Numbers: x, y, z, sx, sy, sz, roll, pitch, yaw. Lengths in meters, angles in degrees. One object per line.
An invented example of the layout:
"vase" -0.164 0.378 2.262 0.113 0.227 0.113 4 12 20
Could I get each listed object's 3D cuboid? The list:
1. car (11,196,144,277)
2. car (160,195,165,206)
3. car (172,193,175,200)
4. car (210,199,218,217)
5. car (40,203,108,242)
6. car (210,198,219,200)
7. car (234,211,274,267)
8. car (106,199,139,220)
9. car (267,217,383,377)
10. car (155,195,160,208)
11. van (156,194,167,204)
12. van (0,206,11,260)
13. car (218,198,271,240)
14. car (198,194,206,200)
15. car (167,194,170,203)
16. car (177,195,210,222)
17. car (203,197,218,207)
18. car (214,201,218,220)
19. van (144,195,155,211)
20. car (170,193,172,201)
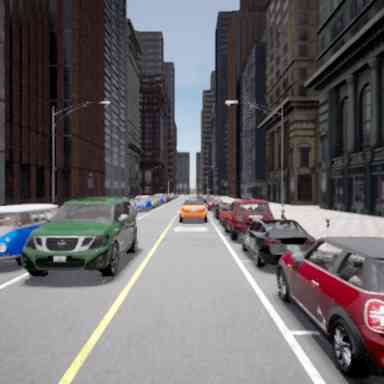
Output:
"car" -3.094 1.212 10.548 2.150 2.045 5.566 0 0 0
"car" -5.749 1.509 50.647 2.008 1.369 4.403 0 0 0
"car" -5.740 1.512 78.830 1.947 1.339 4.313 0 0 0
"car" 2.769 1.541 28.107 1.947 1.339 4.313 0 0 0
"car" -5.760 1.425 16.827 1.967 1.590 4.097 0 0 0
"car" 2.772 1.405 39.378 1.967 1.590 4.097 0 0 0
"car" 2.764 1.556 11.197 1.947 1.339 4.313 0 0 0
"car" -5.757 1.415 28.101 1.967 1.590 4.097 0 0 0
"car" 2.761 1.435 5.561 1.967 1.590 4.097 0 0 0
"car" -5.751 1.487 44.841 1.752 1.417 4.829 0 0 0
"van" -5.748 1.297 56.284 1.690 1.788 3.998 0 0 0
"van" -5.762 1.331 11.191 1.690 1.788 3.998 0 0 0
"car" 2.765 1.300 16.834 2.192 1.841 5.009 0 0 0
"car" 2.787 1.384 90.106 1.967 1.590 4.097 0 0 0
"car" -5.746 1.393 61.920 1.967 1.590 4.097 0 0 0
"car" 0.109 1.329 26.422 2.097 1.767 4.553 0 0 0
"car" 2.776 1.524 50.651 1.947 1.339 4.313 0 0 0
"car" 2.767 1.524 22.470 1.887 1.381 4.507 0 0 0
"van" -5.753 1.307 39.374 1.690 1.788 3.998 0 0 0
"car" -5.745 1.266 67.557 2.192 1.841 5.009 0 0 0
